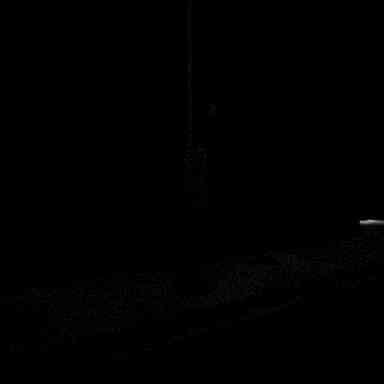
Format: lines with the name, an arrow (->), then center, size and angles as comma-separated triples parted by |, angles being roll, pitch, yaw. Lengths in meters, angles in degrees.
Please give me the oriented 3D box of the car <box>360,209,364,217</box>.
car -> 11.182, 1.387, 26.174 | 1.994, 1.385, 4.181 | 0, 1, -36
